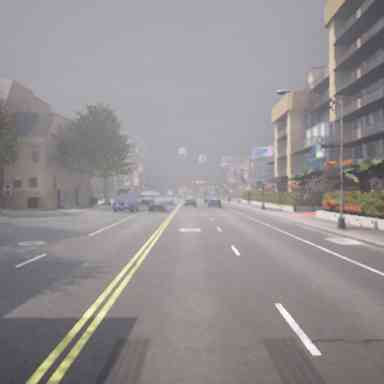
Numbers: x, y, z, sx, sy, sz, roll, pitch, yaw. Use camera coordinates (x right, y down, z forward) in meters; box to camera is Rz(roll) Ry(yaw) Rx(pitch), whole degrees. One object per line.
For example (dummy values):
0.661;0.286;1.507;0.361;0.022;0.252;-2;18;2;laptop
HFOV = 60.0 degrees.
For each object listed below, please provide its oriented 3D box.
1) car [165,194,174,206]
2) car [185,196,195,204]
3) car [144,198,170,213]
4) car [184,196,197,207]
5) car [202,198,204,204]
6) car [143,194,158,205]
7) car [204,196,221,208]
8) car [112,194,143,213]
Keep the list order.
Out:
-3.910;1.538;55.314;1.812;1.442;4.674;0;0;0;car
-0.397;1.484;62.474;1.882;1.535;5.008;0;0;0;car
-3.830;1.611;37.377;1.895;1.301;4.718;0;0;-1;car
-0.232;1.511;50.330;1.837;1.490;4.892;0;0;0;car
3.102;1.504;62.655;1.837;1.490;4.892;0;0;0;car
-7.405;1.496;56.320;1.882;1.535;5.008;0;0;0;car
3.273;1.476;49.377;1.882;1.535;5.008;0;0;0;car
-7.332;1.236;37.372;2.150;2.045;5.566;0;0;0;car
